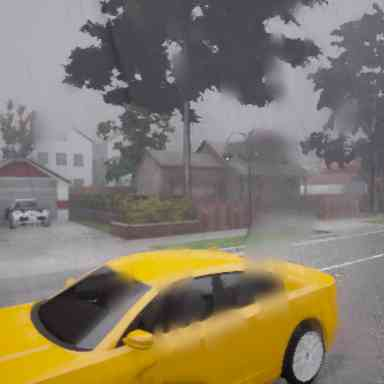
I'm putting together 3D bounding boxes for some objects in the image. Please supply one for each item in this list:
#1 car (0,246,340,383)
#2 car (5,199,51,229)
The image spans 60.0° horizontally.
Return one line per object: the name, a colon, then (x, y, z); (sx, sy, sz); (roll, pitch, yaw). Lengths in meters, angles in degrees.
car: (-0.388, 1.462, 3.717); (5.008, 1.535, 1.882); (-1, 0, -35)
car: (-9.022, 1.145, 18.185); (1.970, 1.475, 3.806); (-1, 0, -35)
